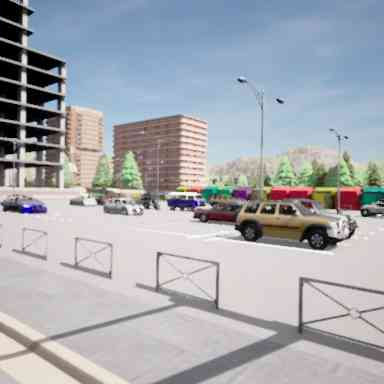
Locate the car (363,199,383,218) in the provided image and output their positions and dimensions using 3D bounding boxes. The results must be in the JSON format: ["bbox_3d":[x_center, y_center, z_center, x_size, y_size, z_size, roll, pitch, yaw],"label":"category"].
[{"bbox_3d":[18.144,1.543,31.704,3.866,1.878,1.905,1,0,39],"label":"car"}]

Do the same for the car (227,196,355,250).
[{"bbox_3d":[4.082,1.250,14.120,4.605,1.855,1.932,1,0,39],"label":"car"}]

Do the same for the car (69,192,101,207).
[{"bbox_3d":[-14.233,1.154,43.292,3.806,1.475,1.970,1,0,39],"label":"car"}]

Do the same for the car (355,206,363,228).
[{"bbox_3d":[5.930,1.291,16.347,3.866,1.878,1.905,1,0,39],"label":"car"}]

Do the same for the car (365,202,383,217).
[{"bbox_3d":[19.954,1.820,33.960,3.806,1.475,1.970,1,0,39],"label":"car"}]

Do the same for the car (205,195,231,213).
[{"bbox_3d":[4.443,1.279,42.621,4.605,1.855,1.932,1,0,39],"label":"car"}]

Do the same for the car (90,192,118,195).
[{"bbox_3d":[-12.426,1.160,45.554,3.905,1.438,1.784,1,0,39],"label":"car"}]

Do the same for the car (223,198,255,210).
[{"bbox_3d":[6.296,1.528,44.844,3.905,1.438,1.784,1,0,39],"label":"car"}]

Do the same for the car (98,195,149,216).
[{"bbox_3d":[-6.033,1.305,29.361,3.806,1.475,1.970,1,0,39],"label":"car"}]

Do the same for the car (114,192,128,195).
[{"bbox_3d":[-10.787,0.983,47.683,4.605,1.855,1.932,1,0,39],"label":"car"}]
